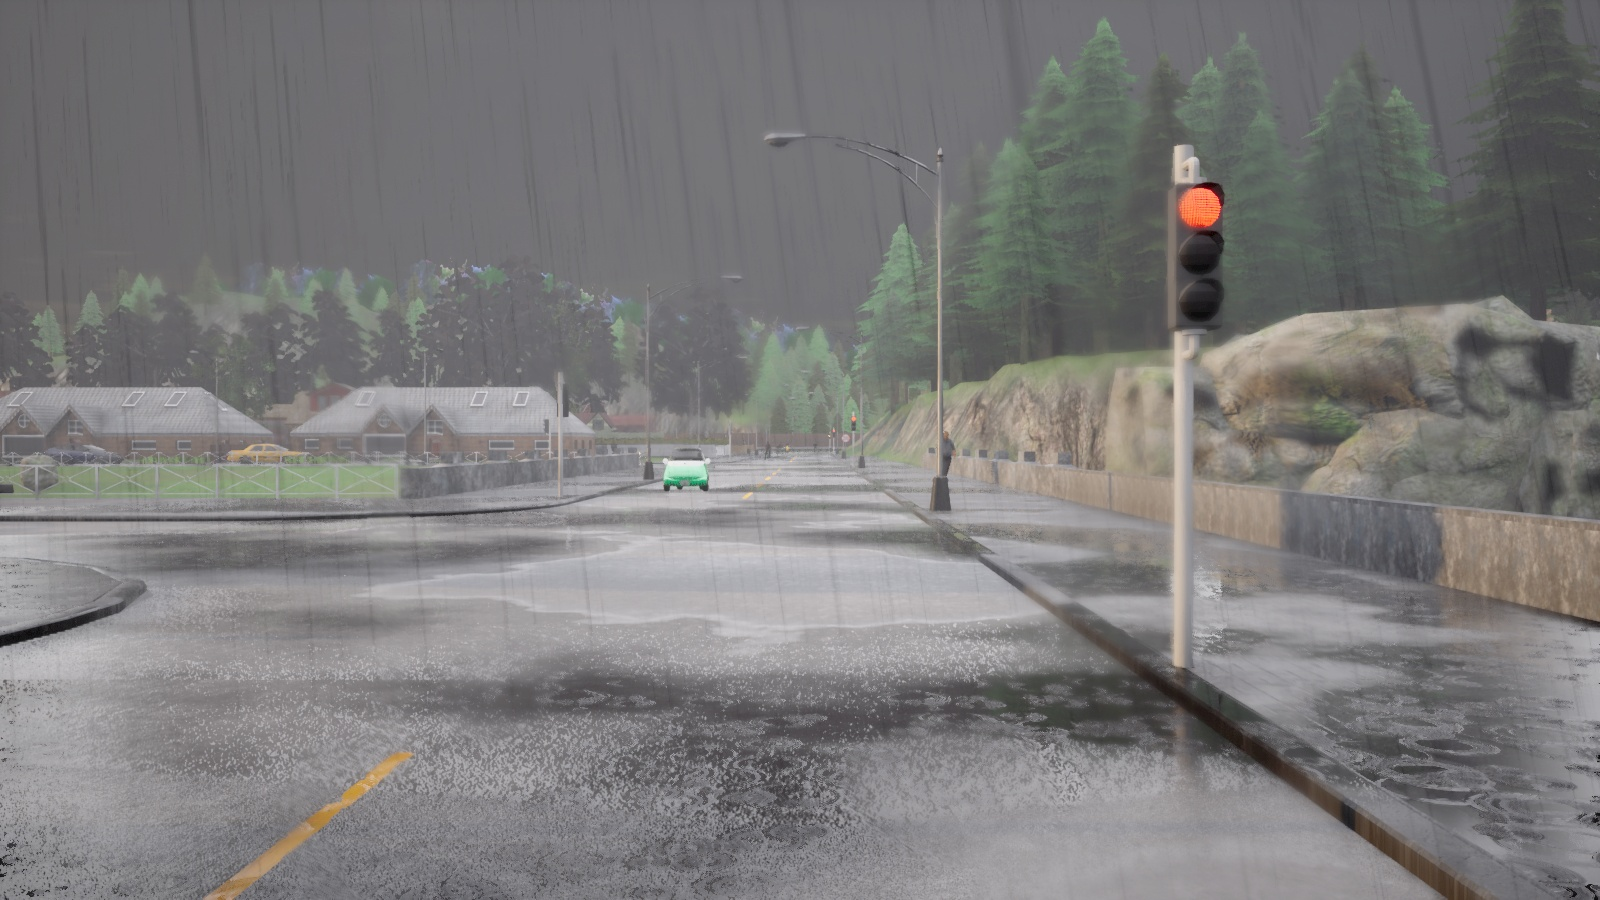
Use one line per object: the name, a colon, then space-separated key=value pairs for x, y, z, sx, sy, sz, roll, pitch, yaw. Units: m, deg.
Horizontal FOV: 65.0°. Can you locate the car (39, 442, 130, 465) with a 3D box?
car: x=-47.807 y=0.234 z=83.973 sx=4.792 sy=1.488 sz=2.163 roll=0 pitch=0 yaw=1

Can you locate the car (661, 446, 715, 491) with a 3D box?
car: x=-3.512 y=0.575 z=39.511 sx=1.481 sy=1.376 sz=2.207 roll=0 pitch=0 yaw=1

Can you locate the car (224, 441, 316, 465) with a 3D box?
car: x=-35.345 y=0.184 z=83.824 sx=5.366 sy=1.575 sz=1.801 roll=0 pitch=0 yaw=1

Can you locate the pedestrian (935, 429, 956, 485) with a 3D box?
pedestrian: x=4.875 y=0.223 z=42.072 sx=0.540 sy=1.848 sz=0.694 roll=0 pitch=0 yaw=-7
